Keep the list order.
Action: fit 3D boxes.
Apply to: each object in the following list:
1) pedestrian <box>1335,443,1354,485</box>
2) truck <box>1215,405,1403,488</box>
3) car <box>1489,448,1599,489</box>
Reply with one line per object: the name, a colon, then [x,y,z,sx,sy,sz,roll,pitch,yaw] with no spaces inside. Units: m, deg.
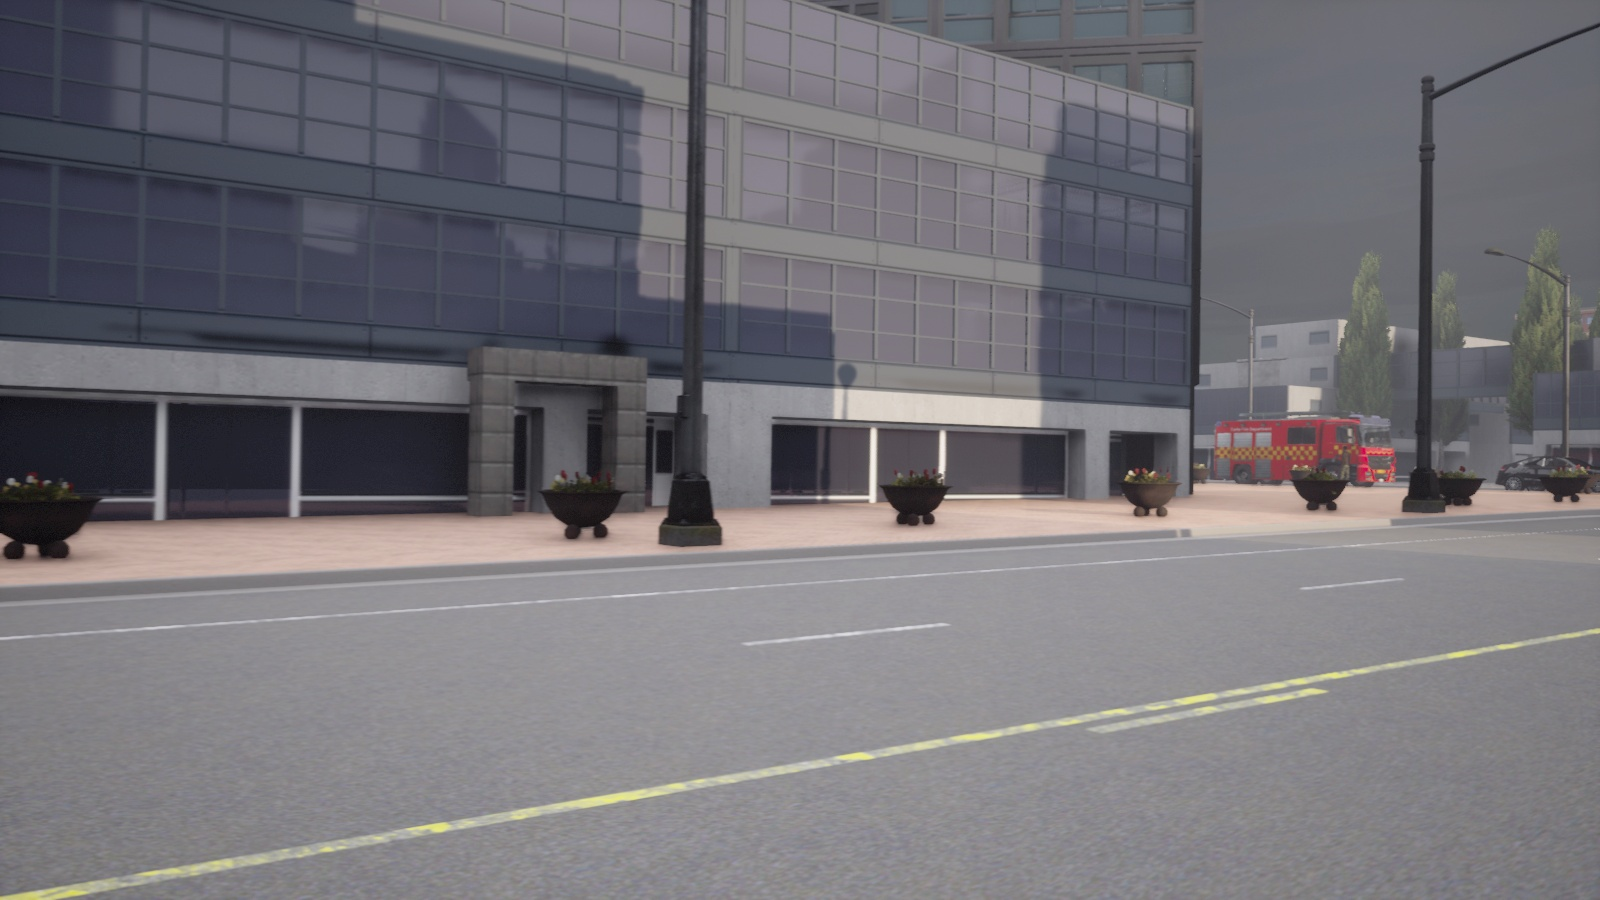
pedestrian: [24.446,0.631,56.376,0.431,1.840,0.703,1,-1,-18]
truck: [25.163,-0.119,62.535,2.891,3.827,8.468,1,-1,-34]
car: [31.960,0.784,52.596,2.152,1.651,5.027,1,-1,-34]
